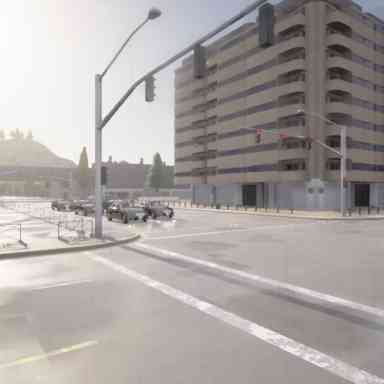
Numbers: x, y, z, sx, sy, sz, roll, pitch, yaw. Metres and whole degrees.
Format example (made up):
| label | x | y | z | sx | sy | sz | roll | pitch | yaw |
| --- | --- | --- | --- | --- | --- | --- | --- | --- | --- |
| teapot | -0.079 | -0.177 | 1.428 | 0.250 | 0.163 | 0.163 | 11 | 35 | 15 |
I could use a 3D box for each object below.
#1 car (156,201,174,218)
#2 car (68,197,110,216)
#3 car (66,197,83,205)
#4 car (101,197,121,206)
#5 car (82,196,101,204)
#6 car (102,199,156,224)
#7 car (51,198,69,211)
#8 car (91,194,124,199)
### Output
| label | x | y | z | sx | sy | sz | roll | pitch | yaw |
| --- | --- | --- | --- | --- | --- | --- | --- | --- | --- |
| car | -3.427 | 1.547 | 29.477 | 2.128 | 1.511 | 4.902 | 0 | 0 | -35 |
| car | -10.341 | 1.547 | 33.186 | 2.128 | 1.511 | 4.902 | 0 | 0 | -35 |
| car | -22.039 | 1.619 | 62.167 | 1.994 | 1.385 | 4.181 | 0 | 0 | -35 |
| car | -13.871 | 1.581 | 56.686 | 1.812 | 1.442 | 4.674 | 0 | 0 | -35 |
| car | -19.630 | 1.533 | 64.822 | 1.882 | 1.535 | 5.008 | 0 | 0 | -35 |
| car | -5.094 | 1.547 | 25.773 | 2.128 | 1.511 | 4.902 | 0 | 0 | -35 |
| car | -16.146 | 1.547 | 41.402 | 2.128 | 1.511 | 4.902 | 0 | 0 | -35 |
| car | -9.127 | 1.277 | 37.528 | 2.150 | 2.045 | 5.566 | 0 | 0 | -35 |
